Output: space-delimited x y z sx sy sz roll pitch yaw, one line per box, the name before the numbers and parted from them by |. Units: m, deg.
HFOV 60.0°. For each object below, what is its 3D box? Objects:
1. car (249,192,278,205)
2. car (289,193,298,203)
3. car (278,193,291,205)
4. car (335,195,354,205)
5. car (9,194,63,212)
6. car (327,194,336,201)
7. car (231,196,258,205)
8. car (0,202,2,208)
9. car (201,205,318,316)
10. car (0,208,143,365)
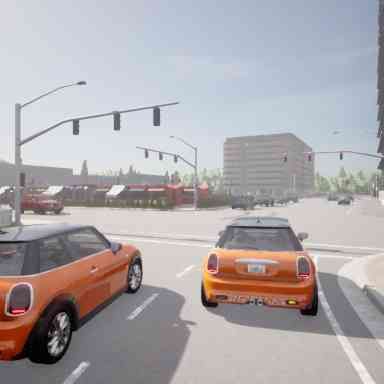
car | 11.148 1.222 51.572 2.150 2.045 5.566 0 0 28
car | 20.915 1.225 70.112 2.150 2.045 5.566 0 0 28
car | 15.987 1.492 60.794 2.128 1.511 4.902 0 0 28
car | 27.148 1.600 59.143 1.895 1.301 4.718 0 0 28
car | -16.095 1.277 34.834 5.566 2.045 2.150 0 0 28
car | 33.631 1.355 79.356 2.097 1.767 4.553 0 0 28
car | 6.648 1.601 42.977 1.895 1.301 4.718 0 0 28
car | -25.241 1.277 39.693 5.566 2.045 2.150 0 0 28
car | 1.631 1.352 7.851 2.097 1.767 4.553 0 0 14
car | -2.486 1.352 6.145 2.097 1.767 4.553 0 0 10
